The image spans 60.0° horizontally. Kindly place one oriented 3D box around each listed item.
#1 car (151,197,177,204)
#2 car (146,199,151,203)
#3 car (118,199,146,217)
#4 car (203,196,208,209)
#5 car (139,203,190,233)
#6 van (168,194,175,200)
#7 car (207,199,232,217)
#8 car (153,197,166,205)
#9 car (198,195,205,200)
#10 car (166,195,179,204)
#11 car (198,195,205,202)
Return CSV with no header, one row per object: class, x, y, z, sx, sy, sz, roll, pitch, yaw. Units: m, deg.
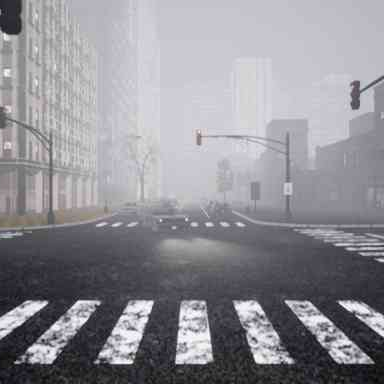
car,-3.118,1.561,38.012,1.994,1.385,4.181,0,0,0
car,-5.714,1.523,41.767,1.752,1.417,4.829,0,0,0
car,-5.707,1.577,30.855,1.802,1.307,4.206,0,0,0
car,2.667,1.580,41.942,1.802,1.307,4.206,0,0,0
car,-1.666,1.596,19.913,1.895,1.301,4.718,0,0,-19
van,-5.743,1.374,91.805,1.690,1.788,3.998,0,0,0
car,2.674,1.540,30.860,1.887,1.381,4.507,0,0,0
car,-5.724,1.569,58.559,1.947,1.339,4.313,0,0,0
car,2.637,1.599,91.810,1.947,1.339,4.313,0,0,0
car,-3.114,1.564,53.539,1.994,1.385,4.181,0,0,0
car,2.647,1.567,75.187,2.008,1.369,4.403,0,0,0
